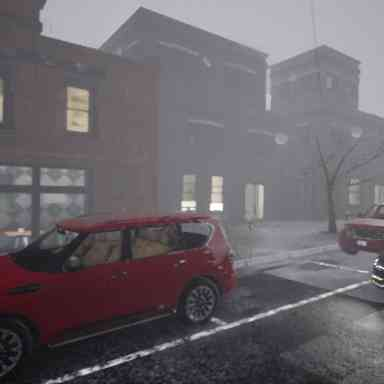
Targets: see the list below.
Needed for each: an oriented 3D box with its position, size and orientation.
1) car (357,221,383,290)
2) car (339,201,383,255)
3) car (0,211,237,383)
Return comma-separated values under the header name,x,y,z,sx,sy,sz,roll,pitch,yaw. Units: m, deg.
name,x,y,z,sx,sy,sz,roll,pitch,yaw
car,6.072,1.462,7.708,4.892,1.490,1.837,0,0,-35
car,7.315,1.257,11.754,5.009,1.841,2.192,0,1,-35
car,-1.489,1.307,5.474,5.009,1.841,2.192,0,1,-35
